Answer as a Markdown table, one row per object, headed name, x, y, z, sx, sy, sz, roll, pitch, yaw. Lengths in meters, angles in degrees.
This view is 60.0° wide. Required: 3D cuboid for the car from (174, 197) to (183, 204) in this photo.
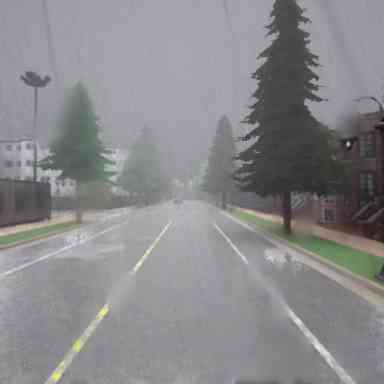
| name | x | y | z | sx | sy | sz | roll | pitch | yaw |
| --- | --- | --- | --- | --- | --- | --- | --- | --- | --- |
| car | -3.443 | 2.137 | 83.071 | 2.097 | 1.767 | 4.553 | 0 | -1 | 0 |
